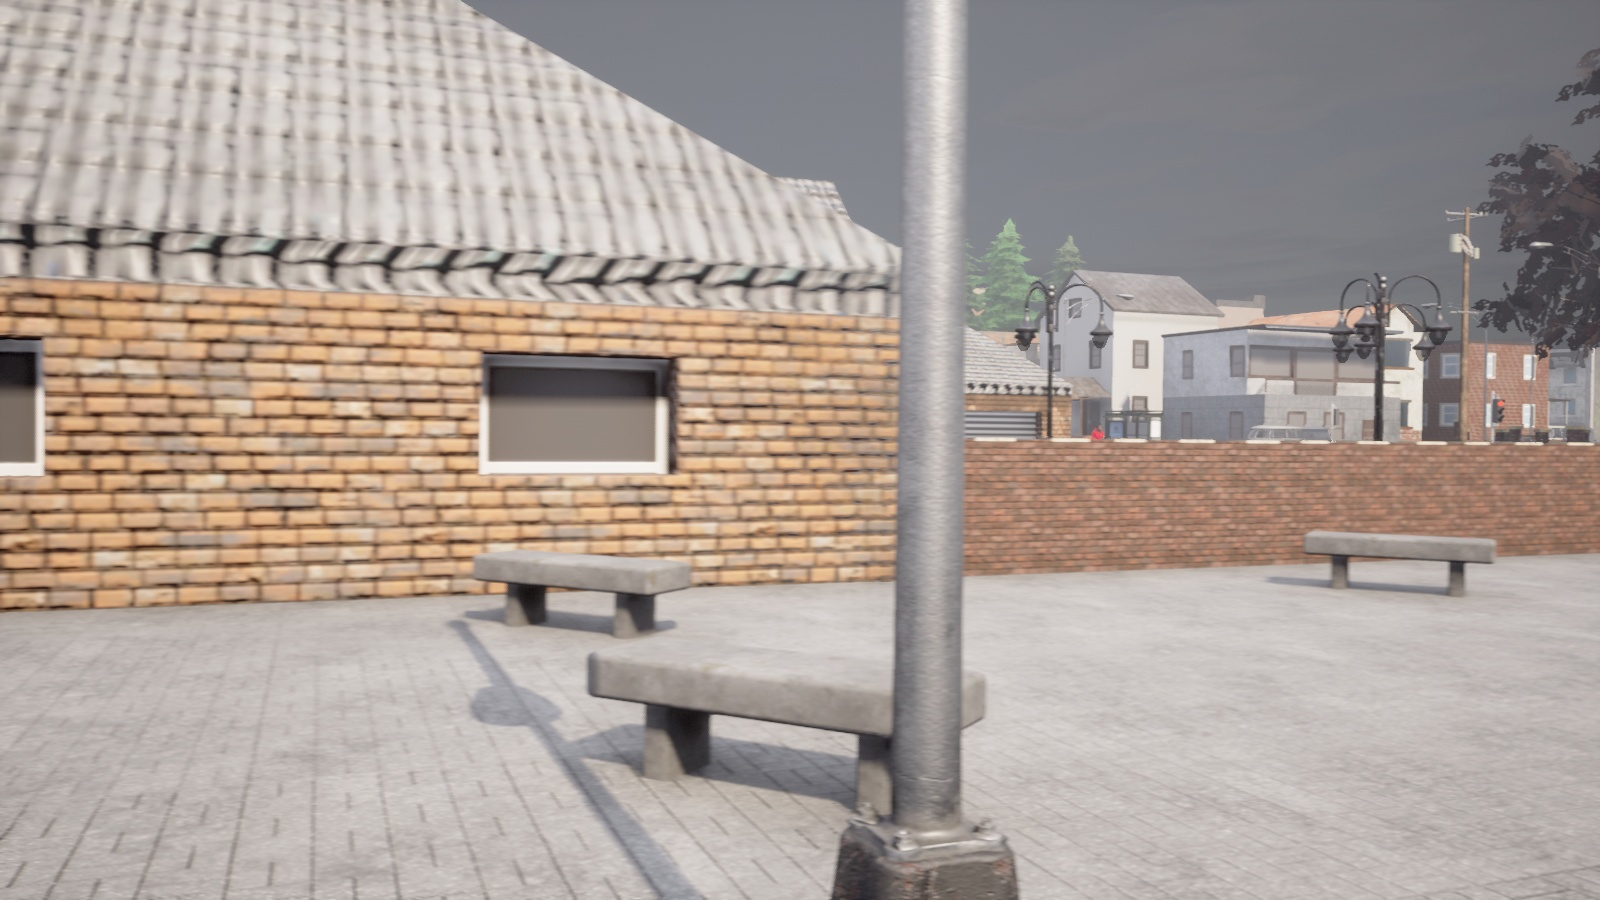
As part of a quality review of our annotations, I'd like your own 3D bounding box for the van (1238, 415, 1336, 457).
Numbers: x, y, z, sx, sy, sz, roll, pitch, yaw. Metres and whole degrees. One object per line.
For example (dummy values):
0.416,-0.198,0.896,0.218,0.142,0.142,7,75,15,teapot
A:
23.745,-0.703,61.253,4.442,1.987,1.775,-1,1,-23,van
